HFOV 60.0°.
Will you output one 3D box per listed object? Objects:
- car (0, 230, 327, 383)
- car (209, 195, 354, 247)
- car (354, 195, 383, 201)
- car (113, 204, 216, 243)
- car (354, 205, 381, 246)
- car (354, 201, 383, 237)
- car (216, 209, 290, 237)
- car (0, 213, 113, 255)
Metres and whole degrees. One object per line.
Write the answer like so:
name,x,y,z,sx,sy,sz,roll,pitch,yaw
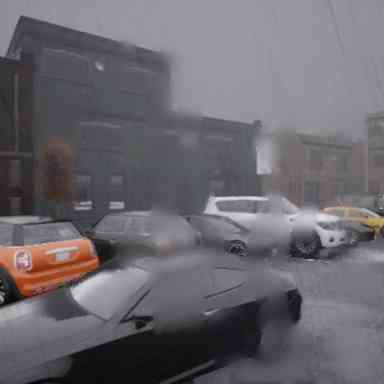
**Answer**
car,-0.495,1.515,4.268,4.674,1.442,1.812,0,0,-35
car,3.011,1.186,13.146,5.566,2.045,2.435,-1,-1,35
car,10.375,1.152,18.349,5.566,2.045,2.435,-1,-1,35
car,-1.899,1.340,9.675,4.553,1.767,2.185,-1,0,35
car,5.469,1.455,14.871,4.792,1.488,2.163,-1,-1,35
car,8.053,1.409,16.513,5.366,1.575,1.946,-1,-1,35
car,0.561,1.481,11.417,4.792,1.488,2.163,-1,-1,35
car,-4.352,1.355,7.946,4.553,1.767,2.185,-1,0,35
